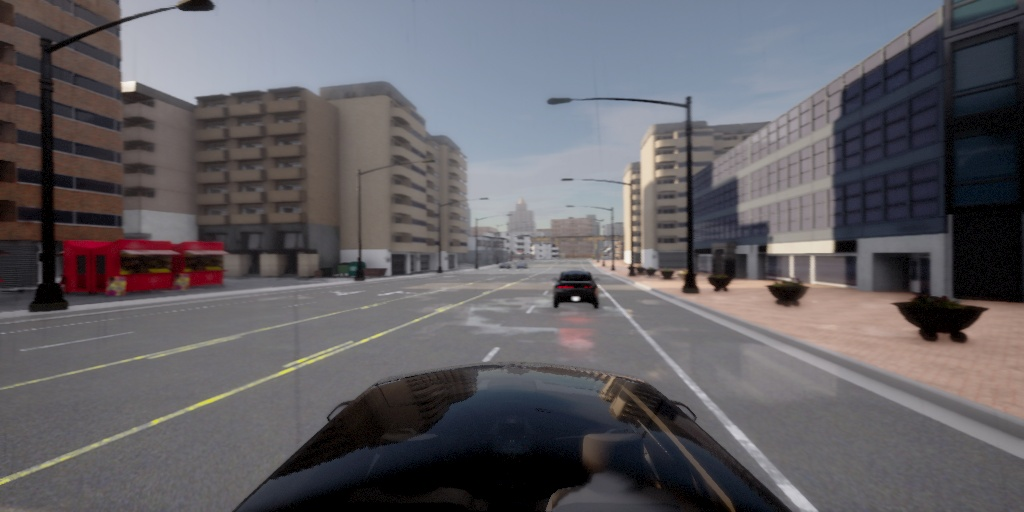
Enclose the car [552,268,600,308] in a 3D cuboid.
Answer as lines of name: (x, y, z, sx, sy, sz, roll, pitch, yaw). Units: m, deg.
car: (2.843, 1.382, 16.014, 1.837, 1.490, 4.892, -1, 0, 10)
